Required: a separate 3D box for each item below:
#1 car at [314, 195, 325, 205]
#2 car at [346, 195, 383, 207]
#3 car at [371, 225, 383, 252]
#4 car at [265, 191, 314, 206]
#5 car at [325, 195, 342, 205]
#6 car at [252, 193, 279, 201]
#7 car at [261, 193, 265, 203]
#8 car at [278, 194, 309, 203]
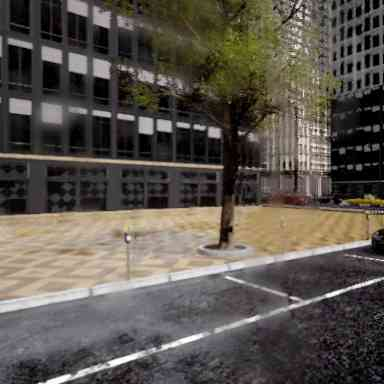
[{"bbox_3d":[14.303,1.015,43.518,1.837,1.490,4.892,0,2,-36],"label":"car"},{"bbox_3d":[22.226,1.104,42.491,1.752,1.417,4.829,1,0,-36],"label":"car"},{"bbox_3d":[8.633,1.557,12.722,4.313,1.339,1.947,0,0,-36],"label":"car"},{"bbox_3d":[12.186,0.823,41.885,2.192,1.841,5.009,1,0,-36],"label":"car"},{"bbox_3d":[18.942,1.043,46.837,1.947,1.339,4.313,1,0,-36],"label":"car"},{"bbox_3d":[12.311,0.834,55.912,1.947,1.339,4.313,1,0,-36],"label":"car"},{"bbox_3d":[8.865,0.969,46.424,1.947,1.339,4.313,1,0,-36],"label":"car"},{"bbox_3d":[15.626,0.955,51.374,1.802,1.307,4.206,1,0,-36],"label":"car"}]
